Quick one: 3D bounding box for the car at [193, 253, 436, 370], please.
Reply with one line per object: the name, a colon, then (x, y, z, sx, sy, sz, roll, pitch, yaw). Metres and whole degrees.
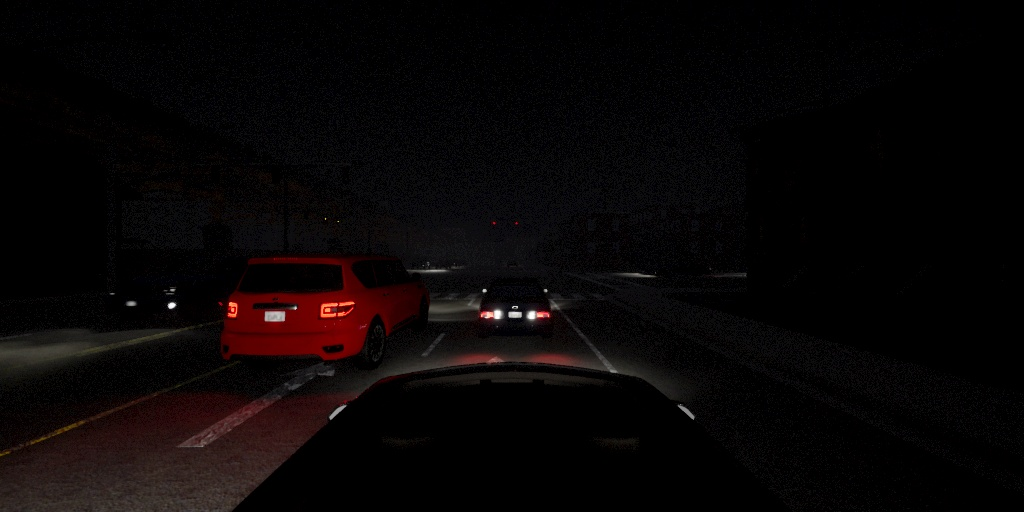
car: (-3.424, 0.971, 7.893, 2.150, 2.045, 5.566, 0, 0, 0)

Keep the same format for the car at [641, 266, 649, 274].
car: (17.113, 1.297, 39.387, 5.357, 1.411, 2.033, 0, 0, 2)

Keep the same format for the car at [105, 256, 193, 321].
car: (-10.565, 0.971, 12.738, 2.150, 2.045, 5.566, 0, 0, 1)

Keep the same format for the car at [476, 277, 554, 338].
car: (0.085, 1.297, 10.146, 2.033, 1.411, 5.357, 0, 0, 0)

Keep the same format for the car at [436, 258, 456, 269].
car: (-10.563, 1.241, 55.415, 2.128, 1.511, 4.902, 0, 0, 0)

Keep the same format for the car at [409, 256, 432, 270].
car: (-14.059, 0.971, 55.623, 2.150, 2.045, 5.566, 0, 0, 0)

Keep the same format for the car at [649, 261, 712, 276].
car: (17.006, 1.297, 35.903, 5.357, 1.411, 2.033, 0, 0, 0)
